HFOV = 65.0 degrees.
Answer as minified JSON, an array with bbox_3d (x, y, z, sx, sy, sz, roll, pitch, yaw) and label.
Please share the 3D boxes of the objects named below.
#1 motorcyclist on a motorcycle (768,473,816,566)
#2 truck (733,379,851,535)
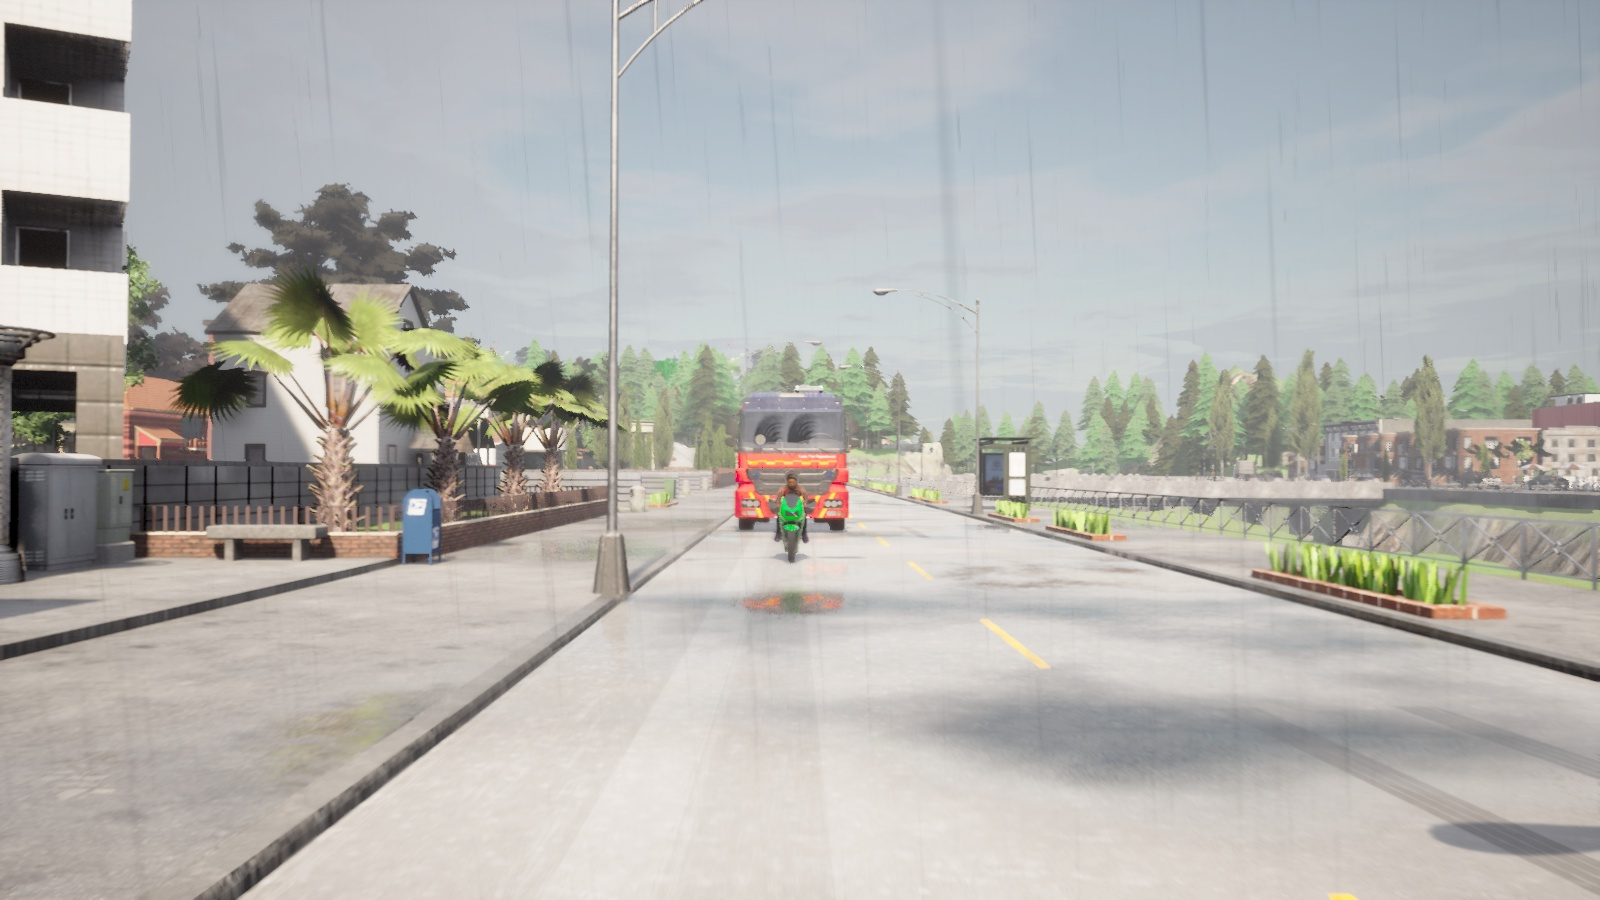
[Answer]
[{"bbox_3d":[-0.137,1.161,21.732,0.797,1.523,2.044,0,-1,0],"label":"motorcyclist on a motorcycle"},{"bbox_3d":[-0.228,0.239,35.118,2.891,3.827,8.468,0,-1,0],"label":"truck"}]
